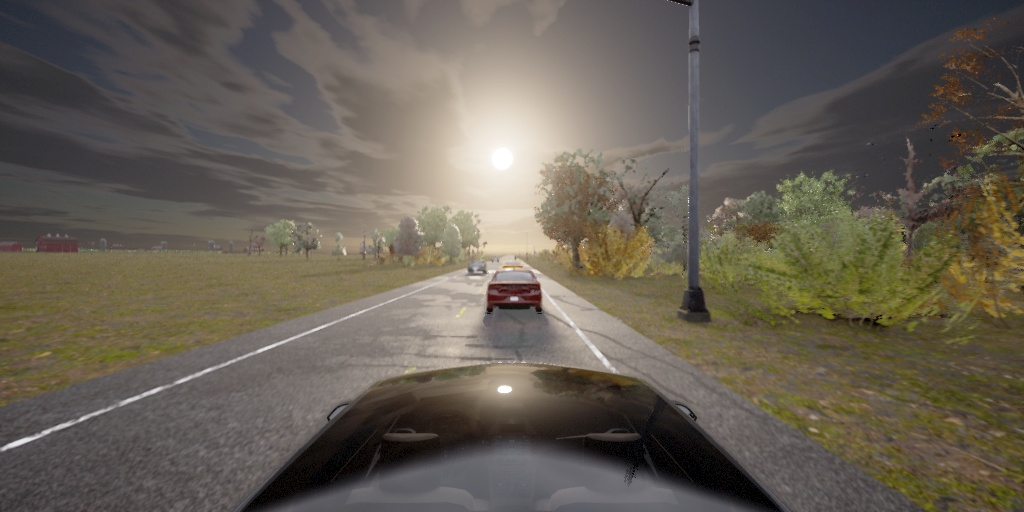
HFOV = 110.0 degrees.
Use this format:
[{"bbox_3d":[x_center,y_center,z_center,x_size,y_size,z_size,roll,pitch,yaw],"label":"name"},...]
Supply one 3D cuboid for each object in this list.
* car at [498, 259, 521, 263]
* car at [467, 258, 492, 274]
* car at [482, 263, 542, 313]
[{"bbox_3d":[0.055,1.133,30.970,1.882,1.535,5.008,0,0,0],"label":"car"},{"bbox_3d":[-3.644,1.122,38.426,2.128,1.511,4.902,0,0,0],"label":"car"},{"bbox_3d":[0.076,1.189,13.738,1.882,1.535,5.008,0,0,0],"label":"car"}]
